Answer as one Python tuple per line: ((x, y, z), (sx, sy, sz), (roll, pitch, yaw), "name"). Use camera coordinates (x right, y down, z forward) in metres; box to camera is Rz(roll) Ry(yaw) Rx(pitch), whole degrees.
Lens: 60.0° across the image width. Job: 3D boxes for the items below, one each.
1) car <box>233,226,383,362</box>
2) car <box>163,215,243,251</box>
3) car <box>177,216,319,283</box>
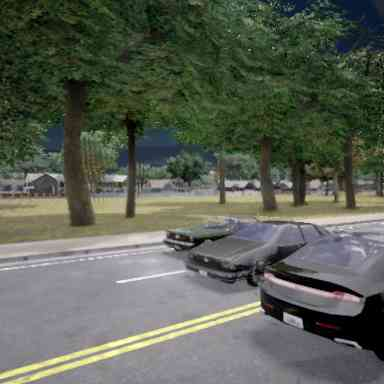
((3.306, 1.475, 5.797), (4.902, 1.511, 2.128), (0, 0, -36), "car")
((1.304, 1.578, 12.602), (4.718, 1.301, 1.895), (0, 0, -35), "car")
((2.435, 1.527, 9.417), (5.357, 1.411, 2.033), (0, 0, -35), "car")
